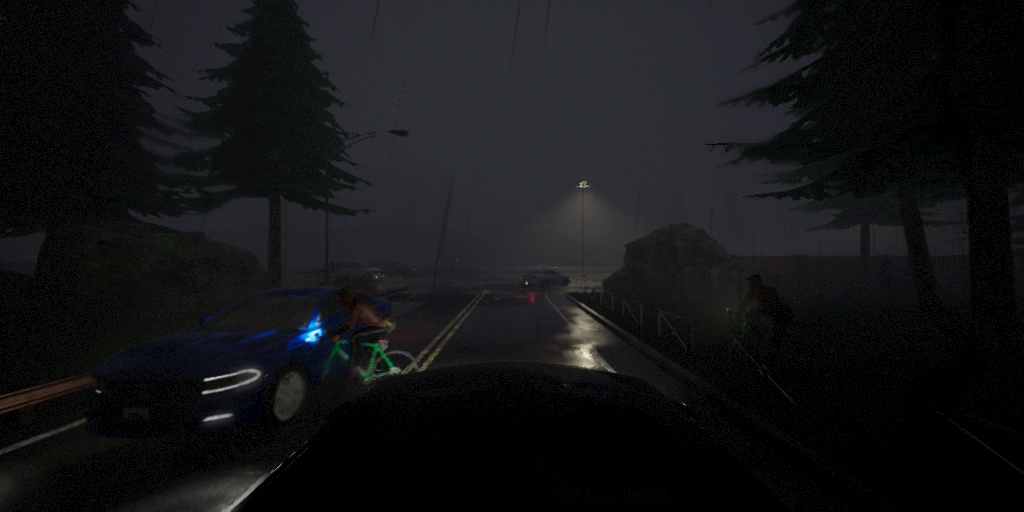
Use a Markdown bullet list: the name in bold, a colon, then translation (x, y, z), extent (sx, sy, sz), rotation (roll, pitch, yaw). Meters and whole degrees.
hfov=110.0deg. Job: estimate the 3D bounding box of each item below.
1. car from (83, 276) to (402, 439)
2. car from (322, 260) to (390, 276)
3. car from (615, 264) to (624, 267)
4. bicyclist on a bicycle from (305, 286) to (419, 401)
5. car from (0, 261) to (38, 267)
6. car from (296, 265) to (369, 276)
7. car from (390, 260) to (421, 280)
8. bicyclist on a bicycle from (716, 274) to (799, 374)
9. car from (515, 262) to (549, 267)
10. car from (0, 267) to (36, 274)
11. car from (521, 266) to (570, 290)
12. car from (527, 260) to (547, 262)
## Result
- **car**: translation (-3.573, 1.265, 5.920), extent (1.882, 1.535, 5.008), rotation (0, -1, 0)
- **car**: translation (-14.239, 1.439, 31.858), extent (5.566, 2.045, 2.150), rotation (0, -1, 0)
- **car**: translation (19.291, 2.043, 56.804), extent (4.718, 1.301, 1.895), rotation (0, -1, 0)
- **bicyclist on a bicycle**: translation (-2.173, 1.247, 5.099), extent (1.656, 1.620, 0.582), rotation (-1, 4, -12)
- **car**: translation (-42.474, 1.436, 31.664), extent (5.566, 2.045, 2.150), rotation (0, -1, 0)
- **car**: translation (-14.373, 1.663, 28.356), extent (5.008, 1.535, 1.882), rotation (0, -1, 0)
- **car**: translation (-12.784, 1.502, 38.871), extent (5.566, 2.045, 2.150), rotation (0, -1, 0)
- **bicyclist on a bicycle**: translation (4.105, 1.128, 5.928), extent (1.656, 1.620, 0.582), rotation (5, -1, -12)
- **car**: translation (3.015, 1.904, 49.686), extent (4.674, 1.442, 1.812), rotation (0, -1, 0)
- **car**: translation (-40.091, 1.748, 28.175), extent (4.181, 1.385, 1.994), rotation (0, -1, 0)
- **car**: translation (2.546, 1.702, 27.191), extent (1.812, 1.442, 4.674), rotation (-2, -2, 40)
- **car**: translation (3.102, 1.663, 56.688), extent (5.566, 2.045, 2.150), rotation (0, -1, 0)
